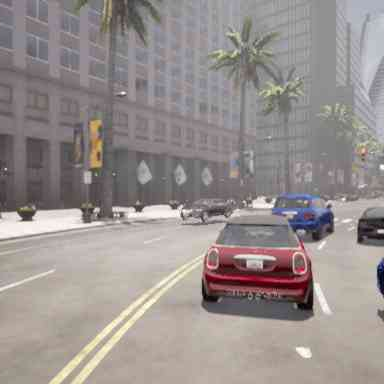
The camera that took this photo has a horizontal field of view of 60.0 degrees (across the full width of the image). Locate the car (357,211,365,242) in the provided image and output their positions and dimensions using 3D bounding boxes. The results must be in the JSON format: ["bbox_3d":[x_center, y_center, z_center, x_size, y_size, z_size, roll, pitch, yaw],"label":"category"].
[{"bbox_3d":[8.882,1.423,15.426,1.882,1.535,5.008,0,0,32],"label":"car"}]

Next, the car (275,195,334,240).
[{"bbox_3d":[5.710,1.162,16.928,2.150,2.045,5.566,0,0,32],"label":"car"}]

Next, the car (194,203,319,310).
[{"bbox_3d":[1.663,1.324,8.097,2.097,1.767,4.553,0,0,14],"label":"car"}]

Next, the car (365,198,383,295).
[{"bbox_3d":[4.086,1.211,3.531,2.150,2.045,5.566,0,1,8],"label":"car"}]

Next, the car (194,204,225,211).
[{"bbox_3d":[1.117,1.164,23.271,2.128,1.511,4.902,0,0,37],"label":"car"}]

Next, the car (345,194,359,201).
[{"bbox_3d":[34.900,1.258,72.452,2.161,1.482,4.786,0,0,37],"label":"car"}]
